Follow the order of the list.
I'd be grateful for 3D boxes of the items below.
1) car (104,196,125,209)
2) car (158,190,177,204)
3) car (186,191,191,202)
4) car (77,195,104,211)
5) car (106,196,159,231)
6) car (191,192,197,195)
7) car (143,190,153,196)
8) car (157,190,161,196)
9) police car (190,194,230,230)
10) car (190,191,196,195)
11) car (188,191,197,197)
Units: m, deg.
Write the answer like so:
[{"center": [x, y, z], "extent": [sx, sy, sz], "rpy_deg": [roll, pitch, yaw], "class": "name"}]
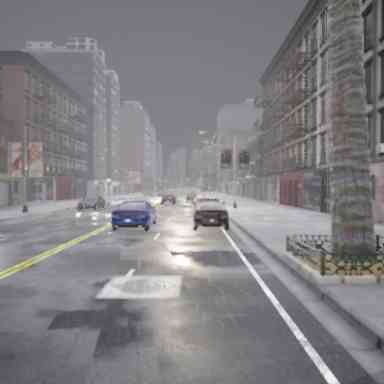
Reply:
[{"center": [-6.561, 1.092, 31.315], "extent": [1.812, 1.442, 4.674], "rpy_deg": [0, 1, 0], "class": "car"}, {"center": [-3.109, 0.867, 45.456], "extent": [1.837, 1.490, 4.892], "rpy_deg": [0, 1, 0], "class": "car"}, {"center": [0.055, 0.792, 53.904], "extent": [1.994, 1.385, 4.181], "rpy_deg": [0, 1, 1], "class": "car"}, {"center": [-9.809, 1.051, 32.802], "extent": [1.837, 1.490, 4.892], "rpy_deg": [0, 1, 0], "class": "car"}, {"center": [-3.133, 1.218, 18.713], "extent": [1.882, 1.535, 5.008], "rpy_deg": [0, 1, 0], "class": "car"}, {"center": [1.000, 1.053, 29.023], "extent": [1.801, 1.575, 5.366], "rpy_deg": [0, 1, 0], "class": "car"}, {"center": [-9.685, 0.384, 73.963], "extent": [1.837, 1.490, 4.892], "rpy_deg": [0, 1, 0], "class": "car"}, {"center": [-6.437, 0.425, 71.740], "extent": [1.837, 1.490, 4.892], "rpy_deg": [0, 1, 0], "class": "car"}, {"center": [0.992, 1.162, 18.943], "extent": [1.930, 1.638, 5.238], "rpy_deg": [0, 1, 0], "class": "police car"}, {"center": [1.006, 0.970, 35.022], "extent": [1.801, 1.575, 5.366], "rpy_deg": [0, 1, 0], "class": "car"}, {"center": [0.067, 0.350, 75.386], "extent": [1.895, 1.301, 4.718], "rpy_deg": [0, 1, 0], "class": "car"}]
